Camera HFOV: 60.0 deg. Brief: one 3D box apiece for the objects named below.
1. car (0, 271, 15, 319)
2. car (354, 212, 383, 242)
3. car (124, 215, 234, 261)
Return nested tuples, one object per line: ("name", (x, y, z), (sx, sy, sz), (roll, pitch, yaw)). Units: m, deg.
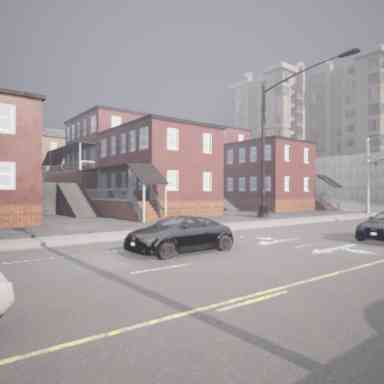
("car", (-5.150, 1.597, 4.436), (4.718, 1.301, 1.895), (0, 0, -38))
("car", (9.332, 1.608, 15.359), (4.181, 1.385, 1.994), (0, 0, -37))
("car", (-0.406, 1.583, 12.459), (4.181, 1.385, 1.994), (0, 0, -37))
